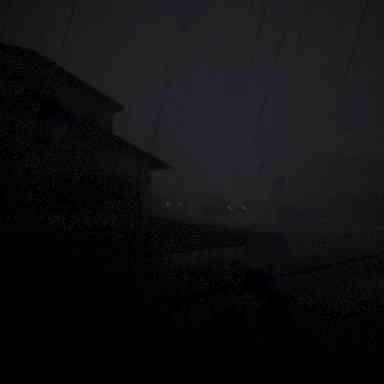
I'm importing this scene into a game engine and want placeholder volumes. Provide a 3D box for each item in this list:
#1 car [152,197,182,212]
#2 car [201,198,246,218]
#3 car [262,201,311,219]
[{"bbox_3d":[-3.047,1.352,38.484,2.097,1.767,4.553,0,0,-35],"label":"car"},{"bbox_3d":[2.796,1.352,30.209,2.097,1.767,4.553,0,0,-36],"label":"car"},{"bbox_3d":[8.317,1.526,29.494,1.812,1.442,4.674,0,0,-34],"label":"car"}]
